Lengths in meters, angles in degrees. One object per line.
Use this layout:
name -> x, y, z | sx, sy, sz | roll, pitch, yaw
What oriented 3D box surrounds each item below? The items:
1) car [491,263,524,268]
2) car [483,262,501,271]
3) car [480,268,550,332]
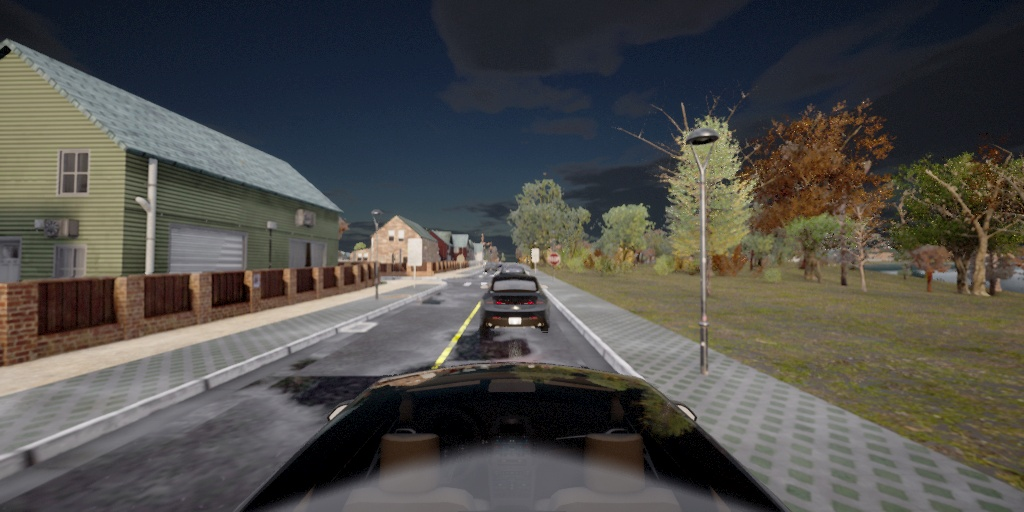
car -> 0.053, 1.361, 21.844 | 2.128, 1.511, 4.902 | 0, 0, 0
car -> -2.880, 1.585, 50.484 | 1.837, 1.490, 4.892 | 0, 0, 0
car -> 0.075, 1.308, 11.034 | 1.837, 1.490, 4.892 | 0, 0, 0
